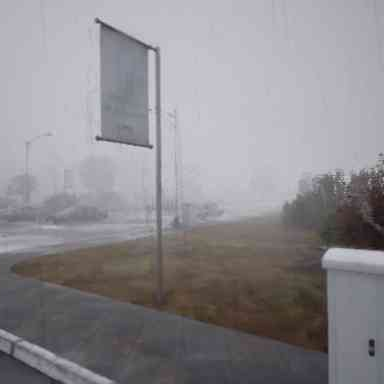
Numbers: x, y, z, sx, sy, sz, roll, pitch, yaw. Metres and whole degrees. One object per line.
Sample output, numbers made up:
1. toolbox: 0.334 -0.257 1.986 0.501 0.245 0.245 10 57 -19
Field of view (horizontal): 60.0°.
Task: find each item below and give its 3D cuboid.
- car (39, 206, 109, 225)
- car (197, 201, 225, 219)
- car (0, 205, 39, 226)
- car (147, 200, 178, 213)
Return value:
1. car: -9.426 1.855 27.678 2.033 1.411 5.357 -1 -1 32
2. car: 1.288 1.823 31.338 1.895 1.301 4.718 -1 -1 32
3. car: -14.143 1.841 26.766 2.128 1.511 4.902 -1 0 32
4. car: -3.809 1.843 43.095 1.882 1.535 5.008 -1 0 32
